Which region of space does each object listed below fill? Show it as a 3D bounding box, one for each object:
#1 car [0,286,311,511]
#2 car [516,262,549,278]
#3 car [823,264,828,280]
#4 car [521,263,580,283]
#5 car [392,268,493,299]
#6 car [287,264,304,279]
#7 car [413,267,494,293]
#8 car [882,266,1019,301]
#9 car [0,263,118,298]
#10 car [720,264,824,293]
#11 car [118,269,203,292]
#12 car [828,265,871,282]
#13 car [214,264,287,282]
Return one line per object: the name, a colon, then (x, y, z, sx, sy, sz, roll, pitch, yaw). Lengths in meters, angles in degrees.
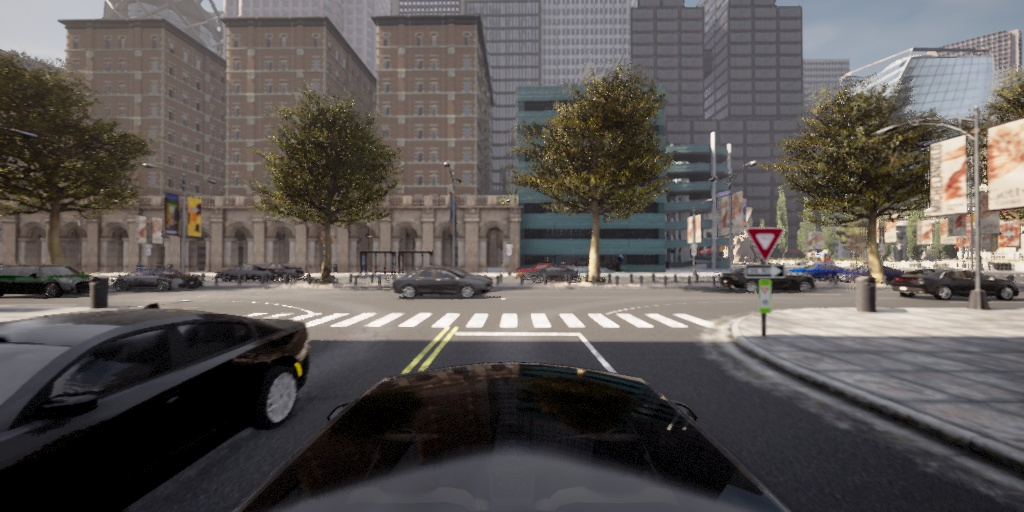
car: (-3.642, 1.236, 2.820, 1.882, 1.535, 5.008, 0, 0, -1)
car: (2.837, 1.485, 33.554, 5.008, 1.535, 1.882, 0, 0, 1)
car: (28.177, 1.487, 33.051, 5.008, 1.535, 1.882, 0, 0, 1)
car: (3.280, 1.505, 30.032, 4.674, 1.442, 1.812, 0, 0, 1)
car: (-3.636, 1.390, 18.476, 4.892, 1.490, 1.837, 0, 0, 1)
car: (-22.454, 1.498, 34.038, 4.902, 1.511, 2.128, 0, 0, 1)
car: (-3.500, 1.439, 21.973, 4.674, 1.442, 1.812, 0, 0, 1)
car: (22.096, 1.391, 17.989, 4.892, 1.490, 1.837, 0, 0, 1)
car: (-24.294, 1.236, 18.873, 4.553, 1.767, 2.097, 0, 0, 1)
car: (15.336, 1.392, 21.613, 5.008, 1.535, 1.882, 0, 0, 1)
car: (-21.892, 1.476, 22.325, 4.181, 1.385, 1.994, 0, 0, 1)
car: (29.425, 1.507, 29.518, 4.674, 1.442, 1.812, 0, 0, 1)
car: (-22.522, 1.470, 30.540, 4.902, 1.511, 2.128, 0, 0, 1)
